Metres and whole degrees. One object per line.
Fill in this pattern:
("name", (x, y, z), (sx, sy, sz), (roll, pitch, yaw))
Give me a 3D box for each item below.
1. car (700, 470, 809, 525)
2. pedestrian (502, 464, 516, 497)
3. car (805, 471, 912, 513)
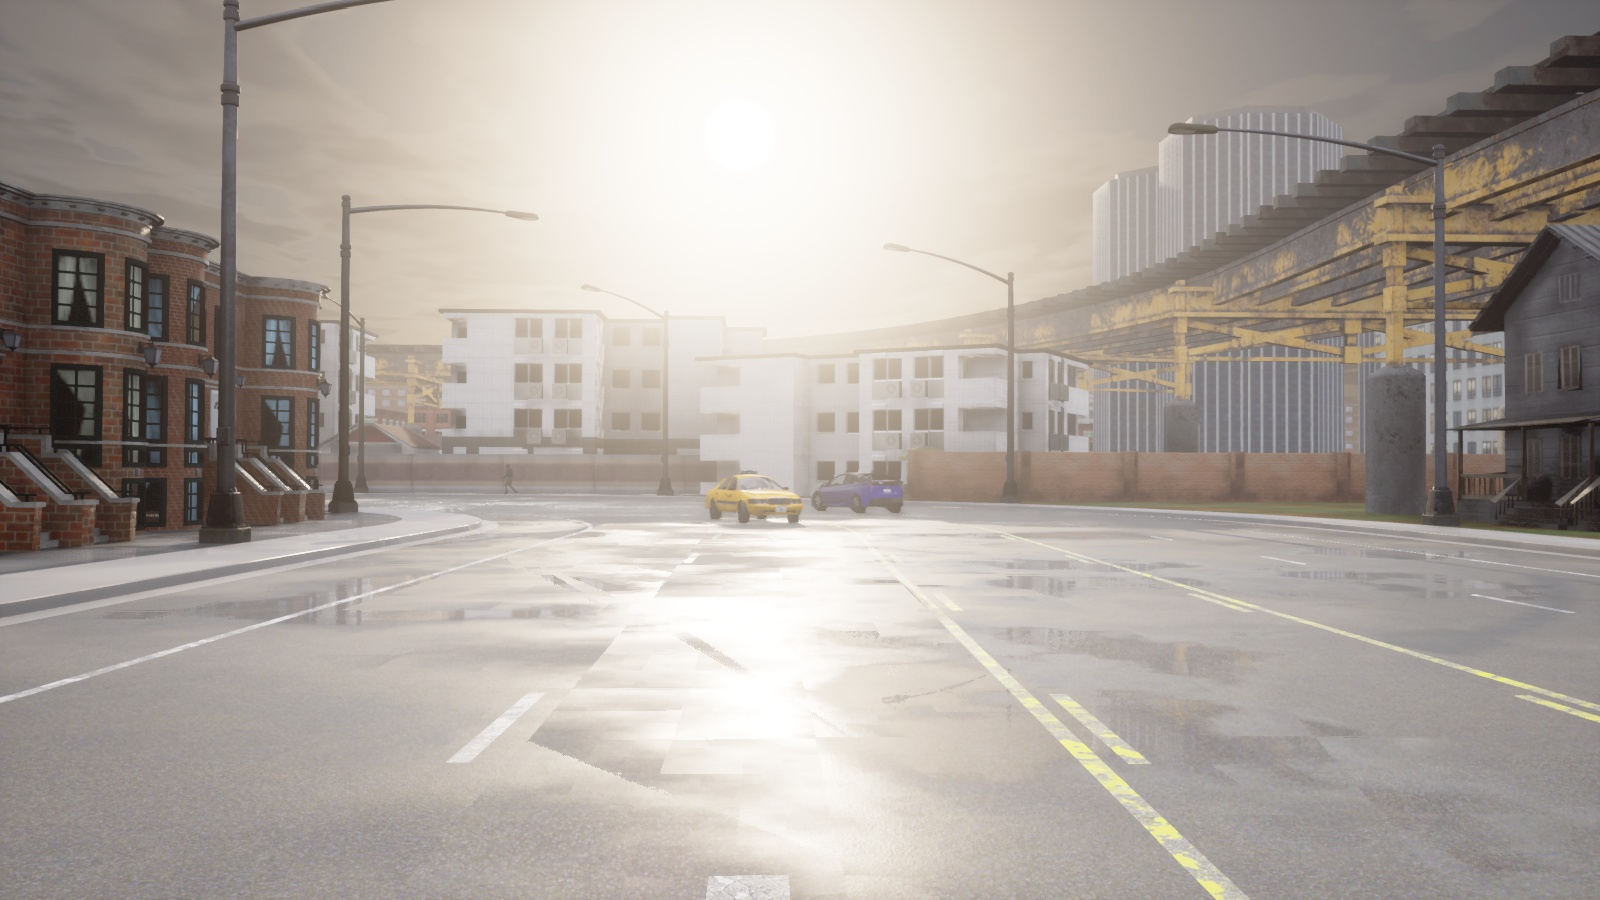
("car", (-1.498, 1.413, 38.978), (1.801, 1.575, 5.366), (0, -1, -20))
("pedestrian", (-16.485, 1.727, 71.124), (0.726, 1.835, 0.370), (0, -1, 8))
("car", (2.146, 1.553, 47.765), (2.007, 1.525, 4.514), (0, -1, -28))
